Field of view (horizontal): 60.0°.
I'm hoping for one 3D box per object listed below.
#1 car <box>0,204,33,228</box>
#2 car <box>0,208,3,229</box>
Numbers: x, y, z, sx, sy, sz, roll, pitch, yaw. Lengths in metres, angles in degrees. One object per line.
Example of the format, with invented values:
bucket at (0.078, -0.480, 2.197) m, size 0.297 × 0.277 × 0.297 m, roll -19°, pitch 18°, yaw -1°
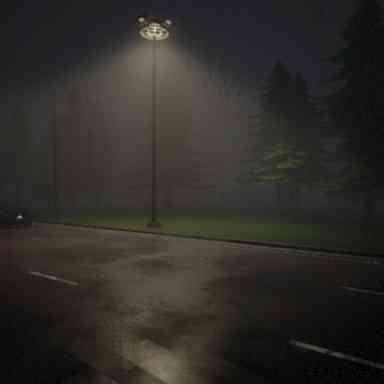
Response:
car at (-11.965, 1.469, 21.119) m, size 4.181 × 1.385 × 1.994 m, roll 0°, pitch 0°, yaw 35°
car at (-11.728, 1.517, 16.651) m, size 4.718 × 1.301 × 1.895 m, roll 0°, pitch 0°, yaw 35°
